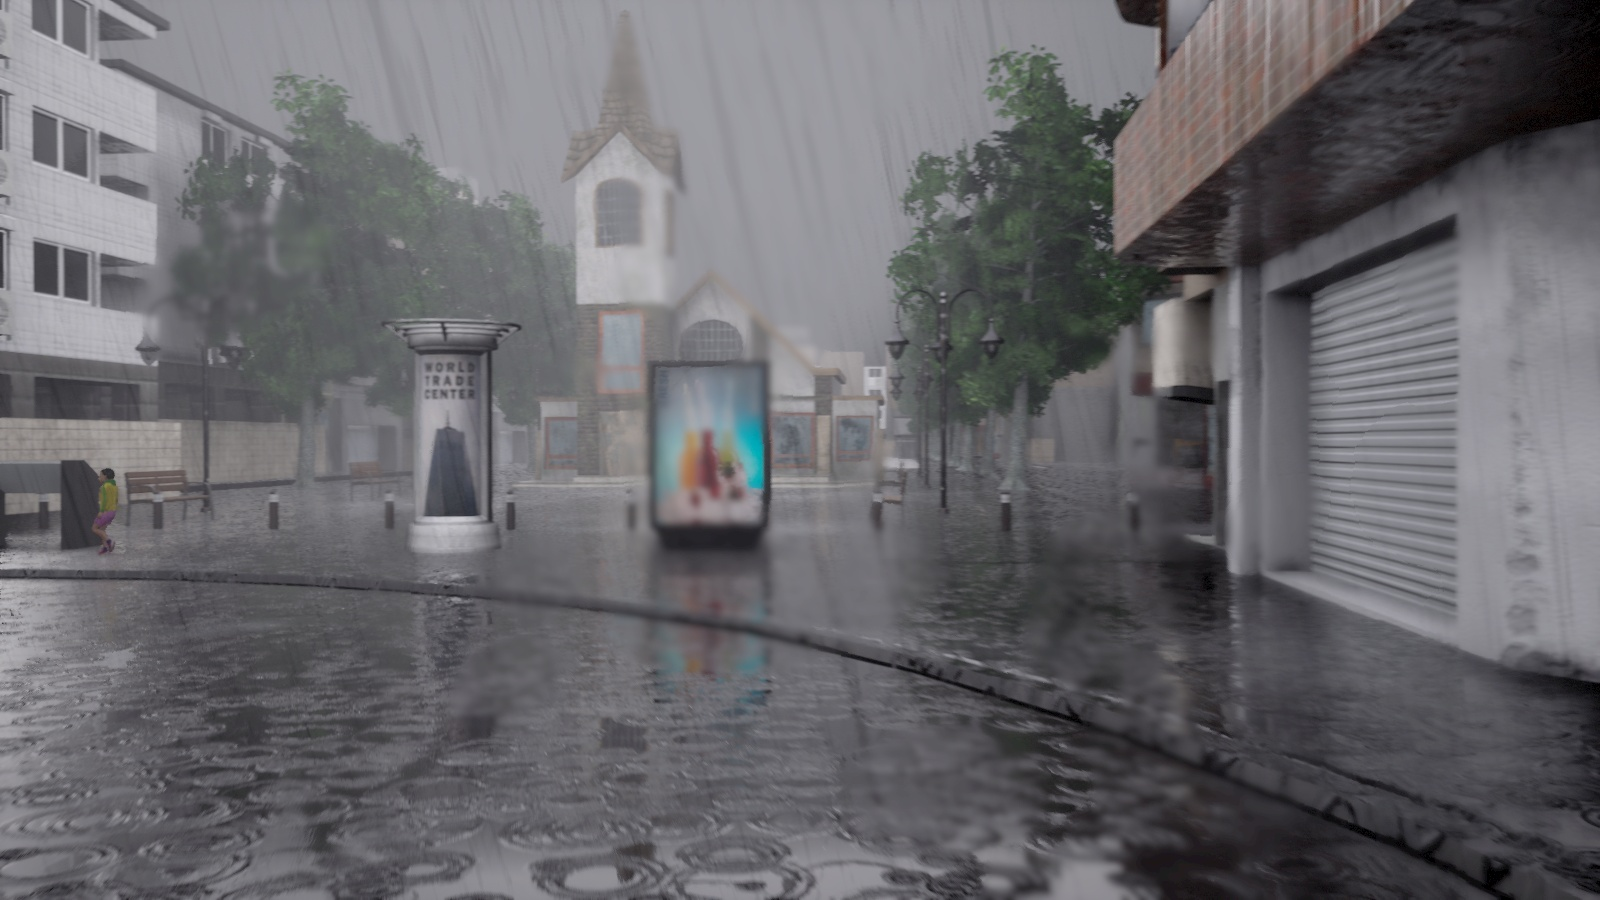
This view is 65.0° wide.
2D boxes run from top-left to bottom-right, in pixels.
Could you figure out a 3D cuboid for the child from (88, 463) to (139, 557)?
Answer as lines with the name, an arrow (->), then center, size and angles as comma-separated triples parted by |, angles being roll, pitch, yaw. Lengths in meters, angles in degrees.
child -> -8.642, 0.750, 15.815 | 0.473, 1.160, 0.299 | 0, 0, -2
